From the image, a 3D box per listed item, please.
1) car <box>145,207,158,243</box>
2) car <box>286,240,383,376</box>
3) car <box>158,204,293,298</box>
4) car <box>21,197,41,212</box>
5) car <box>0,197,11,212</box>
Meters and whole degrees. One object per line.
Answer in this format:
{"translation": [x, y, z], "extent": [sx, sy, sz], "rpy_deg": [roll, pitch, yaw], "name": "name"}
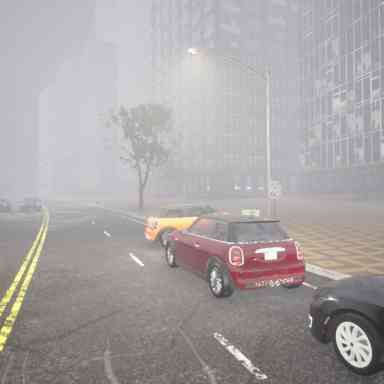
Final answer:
{"translation": [0.288, 1.277, 14.539], "extent": [4.553, 1.767, 2.097], "rpy_deg": [-3, 1, -18], "name": "car"}
{"translation": [3.595, 1.505, 3.441], "extent": [1.837, 1.490, 4.892], "rpy_deg": [0, 0, -36], "name": "car"}
{"translation": [0.836, 1.355, 8.900], "extent": [2.097, 1.767, 4.553], "rpy_deg": [0, 0, -22], "name": "car"}
{"translation": [-19.013, 1.393, 39.353], "extent": [2.097, 1.767, 4.553], "rpy_deg": [0, 0, -24], "name": "car"}
{"translation": [-21.976, 1.390, 38.018], "extent": [2.097, 1.767, 4.553], "rpy_deg": [0, 0, -24], "name": "car"}
